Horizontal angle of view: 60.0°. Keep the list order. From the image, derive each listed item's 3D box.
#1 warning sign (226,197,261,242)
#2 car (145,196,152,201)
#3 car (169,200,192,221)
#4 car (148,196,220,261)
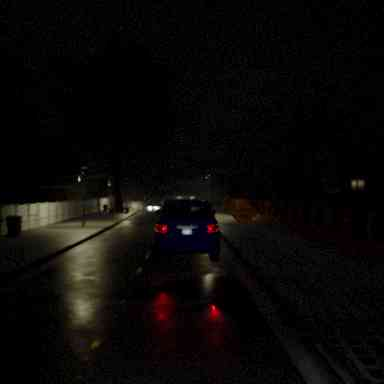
[{"bbox_3d":[2.231,1.167,14.523,1.300,1.860,1.060,1,0,-2],"label":"warning sign"},{"bbox_3d":[-6.847,1.748,58.937,2.128,1.511,4.902,0,0,-7],"label":"car"},{"bbox_3d":[-1.080,1.591,29.928,1.882,1.535,5.008,0,0,-3],"label":"car"},{"bbox_3d":[-0.217,1.268,12.552,2.150,2.045,5.566,0,0,-2],"label":"car"}]
